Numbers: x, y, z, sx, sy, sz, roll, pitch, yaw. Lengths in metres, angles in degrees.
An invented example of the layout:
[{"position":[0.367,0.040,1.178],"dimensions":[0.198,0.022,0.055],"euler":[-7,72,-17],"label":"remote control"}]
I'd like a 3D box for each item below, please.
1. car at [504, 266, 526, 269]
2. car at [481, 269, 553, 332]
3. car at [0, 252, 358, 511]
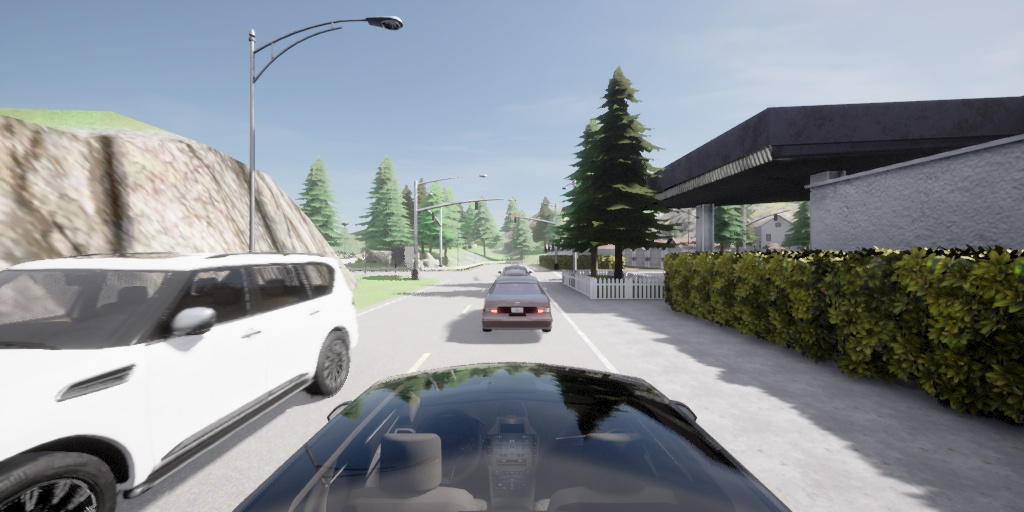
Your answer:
[{"position":[0.180,1.276,20.387],"dimensions":[1.812,1.442,4.674],"euler":[0,0,0],"label":"car"},{"position":[0.135,1.297,10.801],"dimensions":[2.033,1.411,5.357],"euler":[0,0,0],"label":"car"},{"position":[-3.595,0.971,3.642],"dimensions":[2.150,2.045,5.566],"euler":[0,0,0],"label":"car"}]
